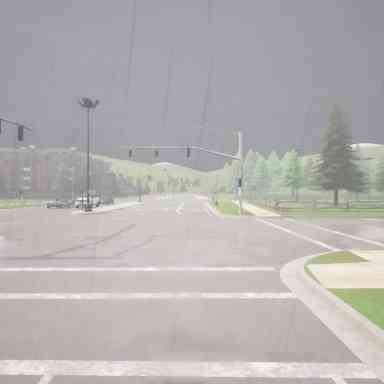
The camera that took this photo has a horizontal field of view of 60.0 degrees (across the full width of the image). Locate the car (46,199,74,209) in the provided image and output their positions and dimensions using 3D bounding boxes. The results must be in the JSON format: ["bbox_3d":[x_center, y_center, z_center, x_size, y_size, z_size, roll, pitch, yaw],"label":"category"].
[{"bbox_3d":[-18.547,1.601,46.397,1.895,1.301,4.718,0,0,0],"label":"car"}]

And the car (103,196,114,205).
[{"bbox_3d":[-14.991,1.492,58.141,2.128,1.511,4.902,0,0,1],"label":"car"}]

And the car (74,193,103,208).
[{"bbox_3d":[-15.043,1.221,48.129,2.150,2.045,5.566,0,0,0],"label":"car"}]

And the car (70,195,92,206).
[{"bbox_3d":[-18.511,1.352,55.509,2.097,1.767,4.553,0,0,0],"label":"car"}]
